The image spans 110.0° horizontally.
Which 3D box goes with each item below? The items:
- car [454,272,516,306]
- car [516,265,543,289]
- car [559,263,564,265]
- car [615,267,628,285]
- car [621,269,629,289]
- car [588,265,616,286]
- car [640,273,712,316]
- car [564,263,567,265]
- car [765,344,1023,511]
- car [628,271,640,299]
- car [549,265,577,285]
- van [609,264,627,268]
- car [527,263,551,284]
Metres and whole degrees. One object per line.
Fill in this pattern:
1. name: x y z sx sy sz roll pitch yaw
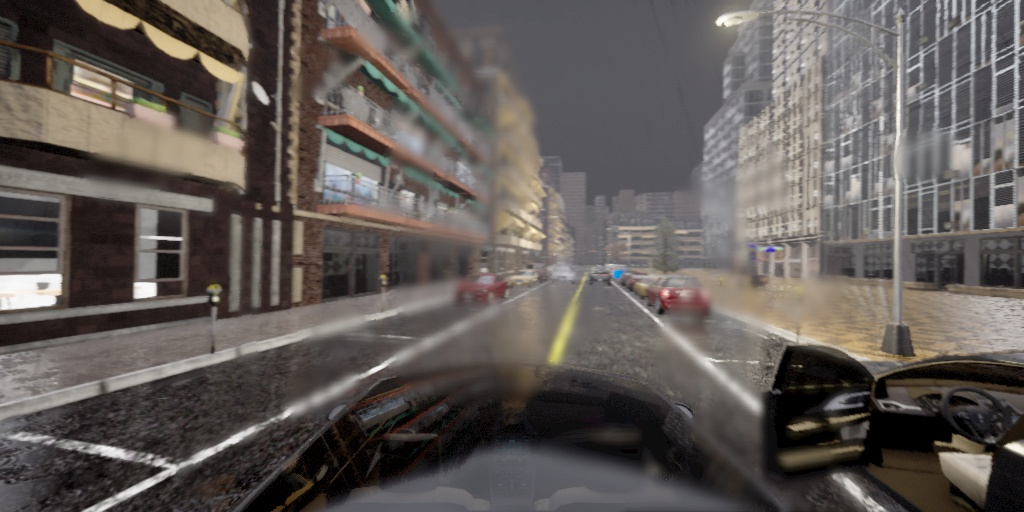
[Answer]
1. car: -1.331 1.485 16.989 1.888 1.381 4.507 0 0 12
2. car: 0.974 1.667 27.624 1.751 1.417 4.829 0 0 12
3. car: 5.693 1.993 49.389 1.967 1.591 4.097 0 0 12
4. car: 10.369 1.964 31.411 1.802 1.307 4.207 0 0 12
5. car: 9.199 1.862 26.012 1.802 1.307 4.207 0 0 12
6. car: 7.955 1.841 32.521 2.128 1.511 4.902 1 -1 12
7. car: 6.857 1.518 15.210 1.967 1.591 4.097 0 0 12
8. car: 6.864 2.224 54.790 1.948 1.339 4.313 0 0 12
9. car: 3.668 1.332 2.020 1.837 1.490 4.892 1 -1 12
10. car: 8.064 1.704 20.777 1.751 1.417 4.829 0 0 12
11. car: 4.799 1.816 32.834 1.812 1.442 4.674 1 -1 13
12. van: 12.711 1.928 42.212 1.690 1.789 3.998 0 0 12
13. car: 2.181 1.558 33.190 2.192 1.841 5.009 0 0 12
